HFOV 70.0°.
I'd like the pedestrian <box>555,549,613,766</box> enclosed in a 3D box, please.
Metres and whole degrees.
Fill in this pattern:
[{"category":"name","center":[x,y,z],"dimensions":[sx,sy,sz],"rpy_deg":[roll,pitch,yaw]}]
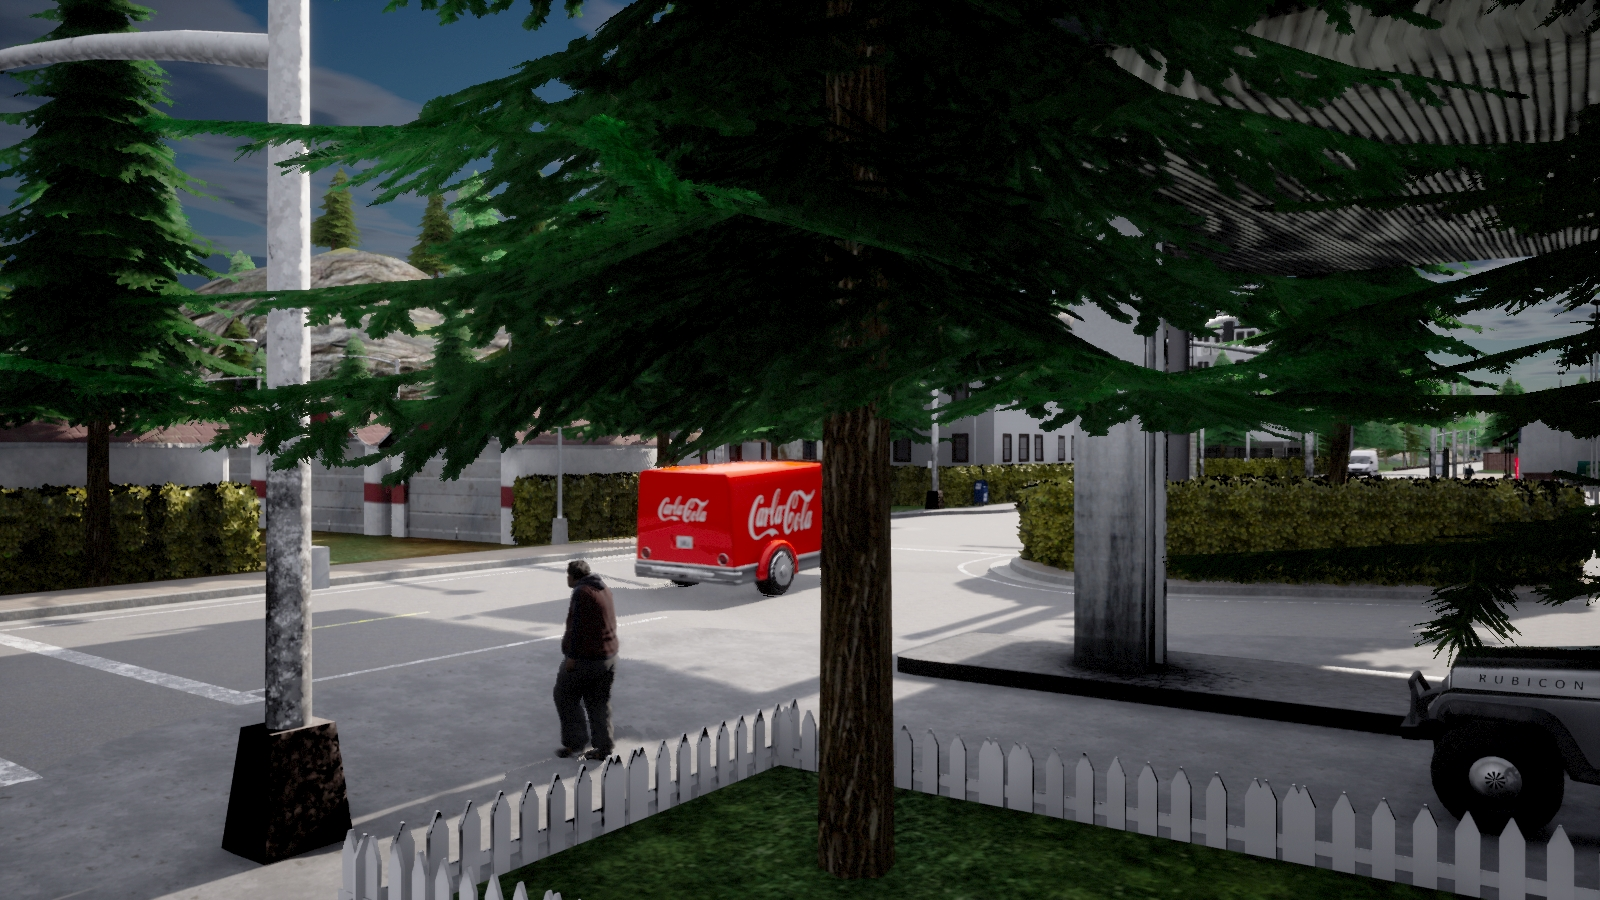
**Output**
[{"category":"pedestrian","center":[-1.937,1.844,10.263],"dimensions":[0.375,1.860,0.375],"rpy_deg":[0,0,20]}]

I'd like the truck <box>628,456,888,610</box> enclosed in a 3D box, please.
[{"category":"truck","center":[-0.680,1.485,22.953],"dimensions":[2.627,2.467,5.204],"rpy_deg":[1,2,34]}]
